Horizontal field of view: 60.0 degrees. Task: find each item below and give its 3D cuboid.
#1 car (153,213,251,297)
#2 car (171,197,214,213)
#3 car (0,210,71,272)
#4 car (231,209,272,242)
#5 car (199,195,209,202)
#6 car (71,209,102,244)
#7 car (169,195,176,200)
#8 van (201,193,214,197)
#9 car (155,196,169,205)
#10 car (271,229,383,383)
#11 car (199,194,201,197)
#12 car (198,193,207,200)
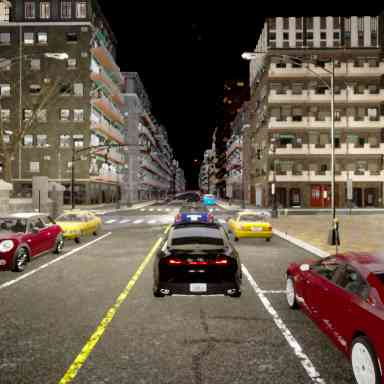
[{"bbox_3d":[0.111,1.507,8.531,1.837,1.490,4.892,0,0,0],"label":"car"},{"bbox_3d":[0.138,1.354,18.791,2.097,1.767,4.553,0,0,1],"label":"car"},{"bbox_3d":[-5.670,1.442,10.552,1.967,1.590,4.097,1,0,0],"label":"car"},{"bbox_3d":[2.715,1.527,16.311,1.752,1.417,4.829,1,0,0],"label":"car"},{"bbox_3d":[2.772,1.503,76.818,2.008,1.369,4.403,1,0,0],"label":"car"},{"bbox_3d":[-5.666,1.527,15.996,1.752,1.417,4.829,1,0,0],"label":"car"},{"bbox_3d":[-5.598,1.515,88.225,1.802,1.307,4.206,1,0,0],"label":"car"},{"bbox_3d":[2.753,1.321,54.134,1.690,1.788,3.998,1,0,0],"label":"van"},{"bbox_3d":[-5.625,1.556,59.870,1.802,1.307,4.206,1,0,0],"label":"car"},{"bbox_3d":[2.704,1.546,4.908,1.887,1.381,4.507,1,0,0],"label":"car"},{"bbox_3d":[2.756,1.519,59.806,1.887,1.381,4.507,1,0,0],"label":"car"},{"bbox_3d":[2.786,1.249,88.160,2.192,1.841,5.009,1,0,0],"label":"car"}]
